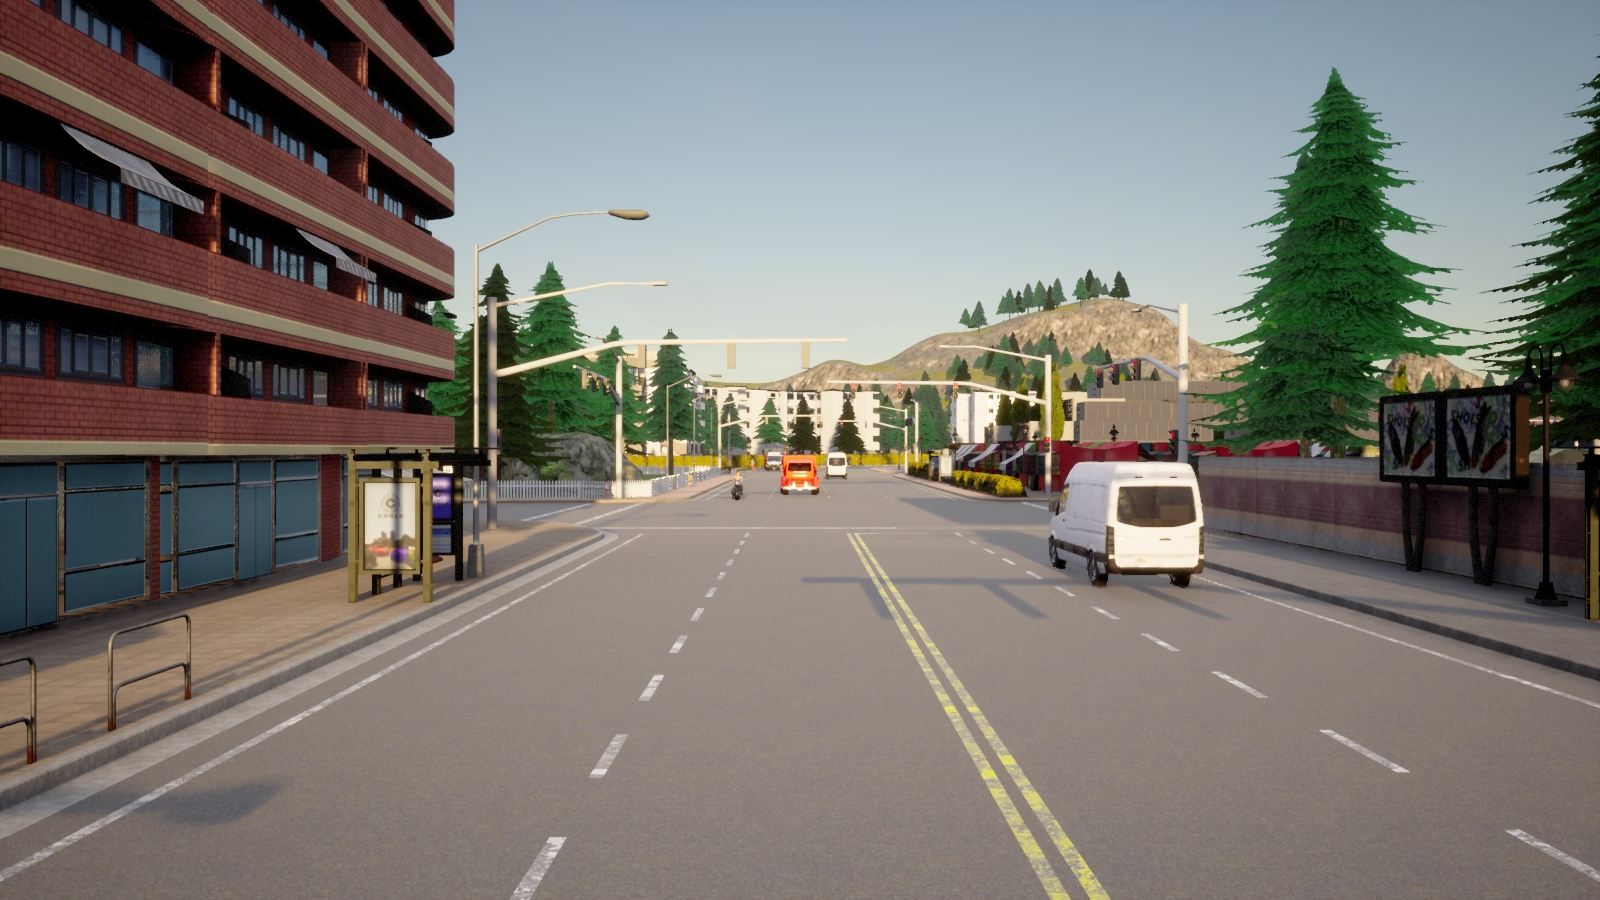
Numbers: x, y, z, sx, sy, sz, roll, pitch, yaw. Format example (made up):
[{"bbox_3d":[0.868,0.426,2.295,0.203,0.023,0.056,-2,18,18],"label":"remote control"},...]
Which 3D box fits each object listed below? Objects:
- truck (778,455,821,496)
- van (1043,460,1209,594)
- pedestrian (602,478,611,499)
[{"bbox_3d":[-0.006,1.572,72.542,2.627,2.467,5.204,0,0,0],"label":"truck"},{"bbox_3d":[7.004,1.536,25.288,1.988,2.561,5.915,0,0,0],"label":"van"},{"bbox_3d":[-10.303,2.024,60.835,0.500,1.100,0.500,0,0,-8],"label":"pedestrian"}]
